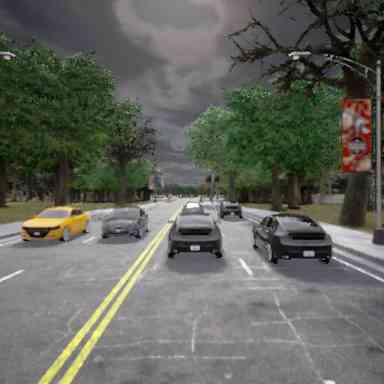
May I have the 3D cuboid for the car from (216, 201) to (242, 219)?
[{"bbox_3d":[3.327,1.543,29.913,1.837,1.490,4.892,0,0,0],"label":"car"}]

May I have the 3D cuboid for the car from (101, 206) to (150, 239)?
[{"bbox_3d":[-3.348,1.527,17.425,1.837,1.490,4.892,0,0,0],"label":"car"}]

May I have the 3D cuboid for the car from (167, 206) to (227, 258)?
[{"bbox_3d":[0.101,1.521,12.909,1.837,1.490,4.892,0,0,0],"label":"car"}]

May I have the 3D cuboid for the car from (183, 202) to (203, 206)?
[{"bbox_3d":[0.100,1.604,30.757,1.994,1.385,4.181,0,0,0],"label":"car"}]

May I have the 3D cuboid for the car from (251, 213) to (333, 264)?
[{"bbox_3d":[3.350,1.520,11.928,1.837,1.490,4.892,0,0,0],"label":"car"}]

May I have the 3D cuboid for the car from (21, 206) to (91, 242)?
[{"bbox_3d":[-6.596,1.498,16.646,1.882,1.535,5.008,0,0,0],"label":"car"}]
